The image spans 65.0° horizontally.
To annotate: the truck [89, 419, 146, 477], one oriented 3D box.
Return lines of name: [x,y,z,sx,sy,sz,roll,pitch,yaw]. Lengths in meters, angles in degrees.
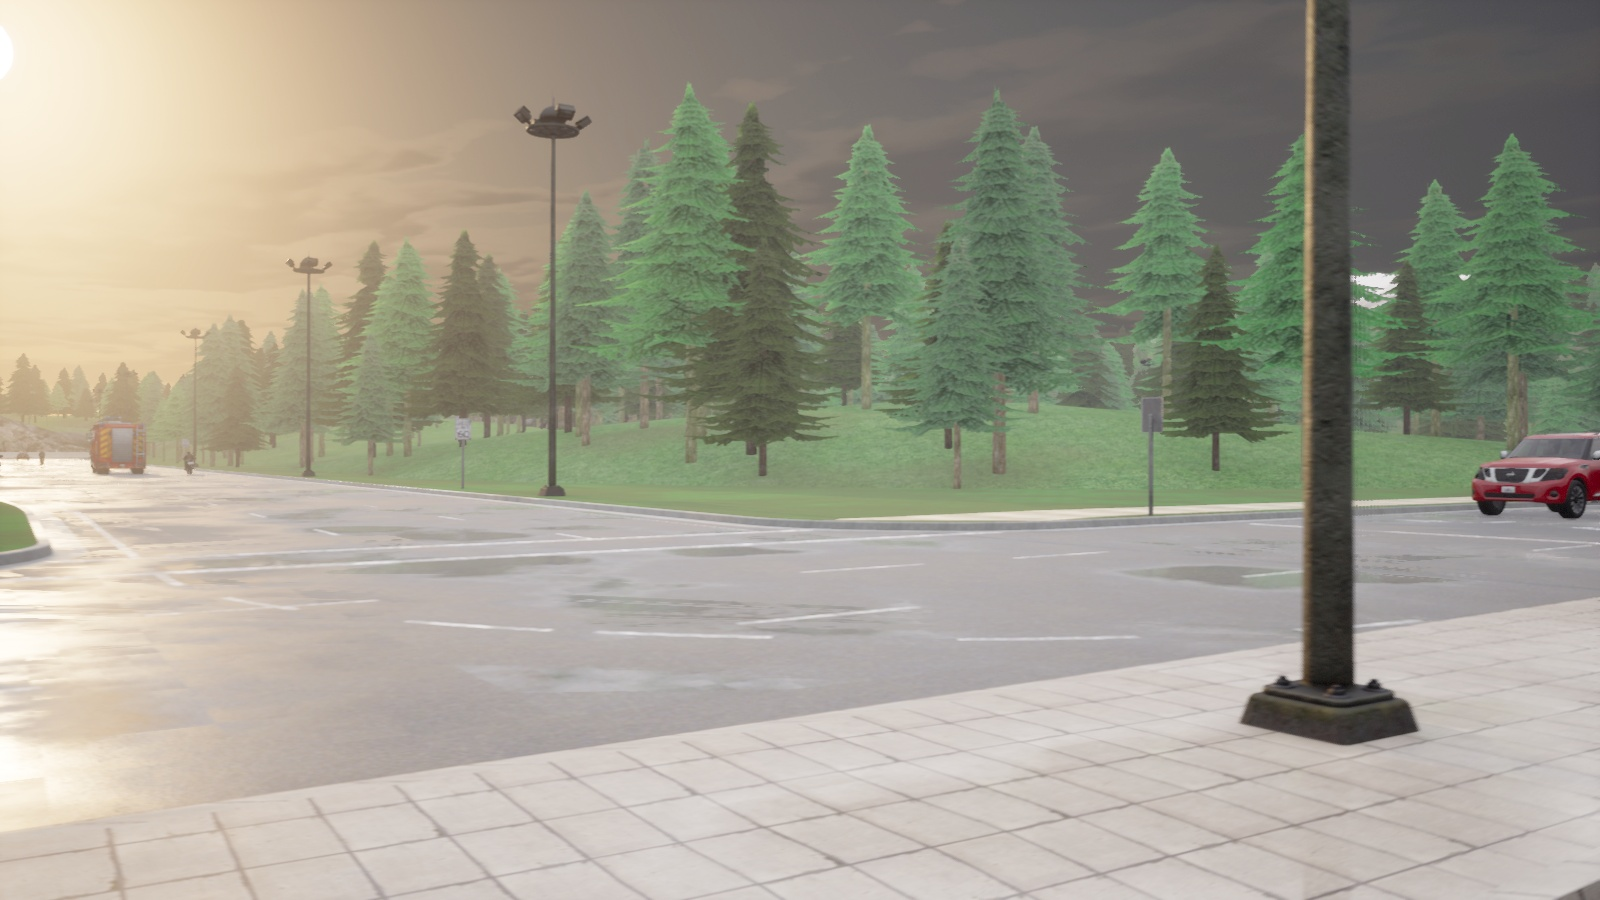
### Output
truck: [-47.007,-0.107,86.392,2.891,3.827,8.468,0,0,-32]

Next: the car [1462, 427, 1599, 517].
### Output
car: [18.886,0.500,30.917,5.566,2.045,2.150,0,0,-33]
